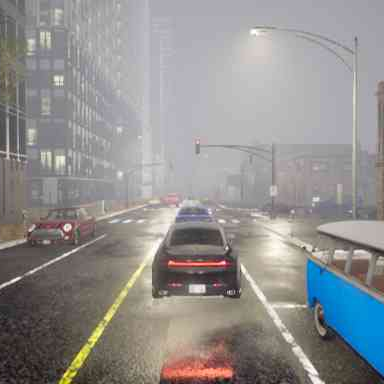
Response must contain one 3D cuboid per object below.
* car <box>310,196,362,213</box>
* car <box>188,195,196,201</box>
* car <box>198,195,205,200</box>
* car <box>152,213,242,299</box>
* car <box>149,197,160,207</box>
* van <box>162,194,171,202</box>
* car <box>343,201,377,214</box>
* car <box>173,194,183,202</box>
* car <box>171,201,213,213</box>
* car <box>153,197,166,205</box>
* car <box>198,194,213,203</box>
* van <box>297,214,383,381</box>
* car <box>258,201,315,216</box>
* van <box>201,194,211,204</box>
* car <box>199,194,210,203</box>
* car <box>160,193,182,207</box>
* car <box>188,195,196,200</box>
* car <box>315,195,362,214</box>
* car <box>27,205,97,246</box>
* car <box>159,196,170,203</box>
[{"bbox_3d":[16.490,1.427,38.307,5.009,1.841,2.192,1,0,1],"label":"car"},{"bbox_3d":[-0.074,1.514,79.510,1.837,1.490,4.892,0,0,0],"label":"car"},{"bbox_3d":[2.593,1.570,92.447,2.008,1.369,4.403,-1,0,0],"label":"car"},{"bbox_3d":[0.090,1.506,8.445,1.837,1.490,4.892,0,0,0],"label":"car"},{"bbox_3d":[-5.889,1.534,52.816,1.752,1.417,4.829,-1,0,0],"label":"car"},{"bbox_3d":[-5.742,1.355,75.562,1.690,1.788,3.998,-1,0,0],"label":"van"},{"bbox_3d":[16.389,1.806,29.930,4.313,1.339,1.947,1,0,1],"label":"car"},{"bbox_3d":[-3.069,1.369,75.058,2.097,1.767,4.553,0,0,0],"label":"car"},{"bbox_3d":[0.074,1.480,17.933,1.882,1.535,5.008,0,0,0],"label":"car"},{"bbox_3d":[-5.723,1.576,58.630,1.947,1.339,4.313,-1,0,0],"label":"car"},{"bbox_3d":[2.622,1.450,58.583,1.967,1.590,4.097,-1,0,0],"label":"car"},{"bbox_3d":[2.670,1.342,3.962,1.690,1.788,3.998,-1,0,0],"label":"van"},{"bbox_3d":[9.054,1.614,32.762,4.902,1.511,2.128,1,1,6],"label":"car"},{"bbox_3d":[2.615,1.352,64.227,1.690,1.788,3.998,-1,0,0],"label":"van"},{"bbox_3d":[2.609,1.328,69.871,2.192,1.841,5.009,-1,0,0],"label":"car"},{"bbox_3d":[-3.150,1.230,50.879,2.150,2.045,5.566,0,0,0],"label":"car"},{"bbox_3d":[-0.084,1.479,89.924,2.033,1.411,5.357,0,0,0],"label":"car"},{"bbox_3d":[15.515,1.364,35.722,5.566,2.045,2.150,1,1,1],"label":"car"},{"bbox_3d":[-5.718,1.442,15.038,1.967,1.590,4.097,-1,0,0],"label":"car"},{"bbox_3d":[-5.734,1.579,69.919,1.947,1.339,4.313,-1,0,0],"label":"car"}]
